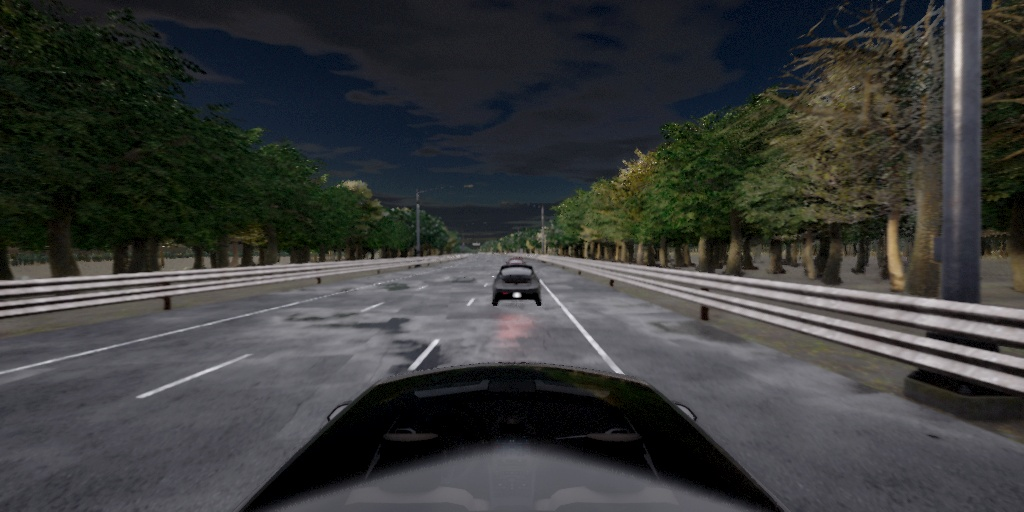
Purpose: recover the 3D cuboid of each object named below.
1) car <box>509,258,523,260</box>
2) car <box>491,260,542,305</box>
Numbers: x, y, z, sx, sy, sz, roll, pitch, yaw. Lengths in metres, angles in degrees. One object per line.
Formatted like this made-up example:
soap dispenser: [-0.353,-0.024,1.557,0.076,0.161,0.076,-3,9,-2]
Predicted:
car: [0.347,0.886,32.736,1.812,1.442,4.674,0,1,0]
car: [0.194,1.088,14.920,1.837,1.490,4.892,0,1,1]
